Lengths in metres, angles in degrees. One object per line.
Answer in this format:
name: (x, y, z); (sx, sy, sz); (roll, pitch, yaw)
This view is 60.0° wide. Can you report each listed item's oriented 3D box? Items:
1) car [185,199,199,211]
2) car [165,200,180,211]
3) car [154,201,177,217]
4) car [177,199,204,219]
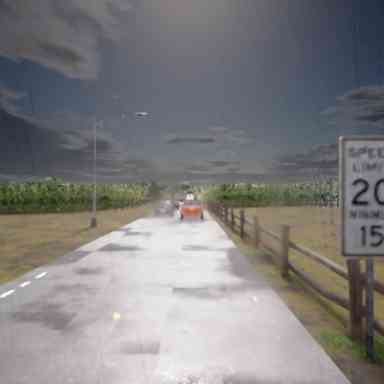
car: (0.049, 1.748, 44.992); (1.837, 1.490, 4.892); (0, 0, 0)
car: (-2.753, 1.896, 47.578); (1.895, 1.301, 4.718); (0, -1, 0)
car: (-2.752, 1.650, 33.805); (2.128, 1.511, 4.902); (0, 0, 0)
car: (0.008, 1.492, 30.624); (2.097, 1.767, 4.553); (0, 0, 0)
